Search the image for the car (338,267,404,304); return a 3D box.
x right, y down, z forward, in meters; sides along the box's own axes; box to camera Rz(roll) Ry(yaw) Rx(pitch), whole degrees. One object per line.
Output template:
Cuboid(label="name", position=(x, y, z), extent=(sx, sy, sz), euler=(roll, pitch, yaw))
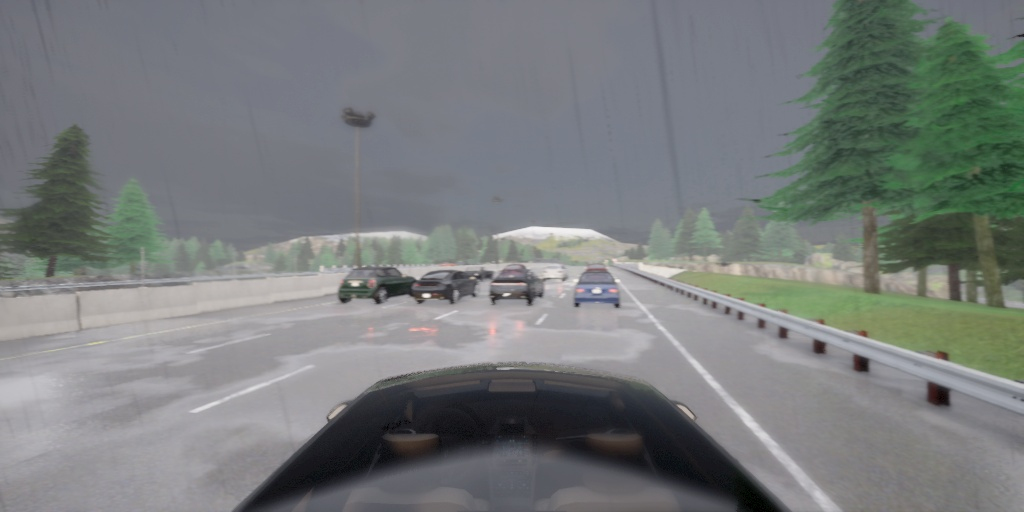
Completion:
Cuboid(label="car", position=(-6.520, 1.310, 18.114), extent=(2.097, 1.767, 4.553), euler=(-1, -1, 13))

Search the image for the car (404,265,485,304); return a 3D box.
Cuboid(label="car", position=(-3.060, 1.418, 17.524), extent=(1.837, 1.490, 4.892), euler=(-1, 0, 13))

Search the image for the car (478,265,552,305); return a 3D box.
Cuboid(label="car", position=(0.344, 1.352, 16.713), extent=(2.128, 1.511, 4.902), euler=(-1, 0, 13))

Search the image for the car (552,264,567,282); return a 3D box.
Cuboid(label="car", position=(3.806, 1.451, 31.370), extent=(1.812, 1.442, 4.674), euler=(-1, 0, 13))

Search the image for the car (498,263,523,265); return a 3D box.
Cuboid(label="car", position=(0.420, 1.454, 32.258), extent=(1.882, 1.535, 5.008), euler=(-1, 0, 13))

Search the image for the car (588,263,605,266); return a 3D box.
Cuboid(label="car", position=(7.232, 1.353, 30.650), extent=(1.882, 1.535, 5.008), euler=(-1, 0, 14))

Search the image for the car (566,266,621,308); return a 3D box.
Cuboid(label="car", position=(3.684, 1.355, 15.634), extent=(2.033, 1.411, 5.357), euler=(-1, 0, 13))
